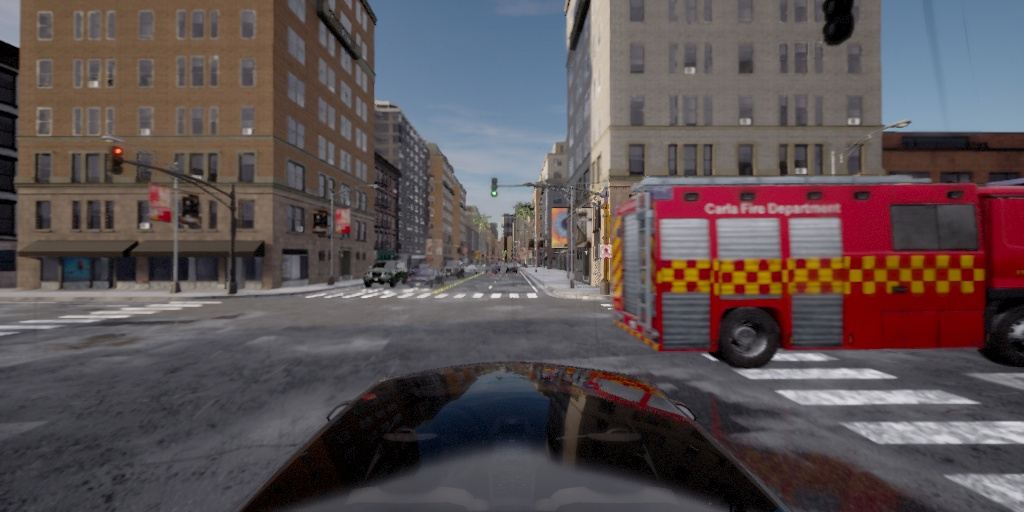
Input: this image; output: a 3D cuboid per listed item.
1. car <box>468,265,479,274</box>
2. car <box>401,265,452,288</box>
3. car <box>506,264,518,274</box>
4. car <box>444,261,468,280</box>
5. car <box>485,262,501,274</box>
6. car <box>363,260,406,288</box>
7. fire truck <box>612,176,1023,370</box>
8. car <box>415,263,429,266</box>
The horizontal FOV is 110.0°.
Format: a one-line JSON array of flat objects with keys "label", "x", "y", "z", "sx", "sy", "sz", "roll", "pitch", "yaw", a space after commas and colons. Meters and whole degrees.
[{"label": "car", "x": -6.543, "y": 2.149, "z": 59.061, "sx": 1.812, "sy": 1.442, "sz": 4.674, "roll": 0, "pitch": -1, "yaw": 0}, {"label": "car", "x": -6.574, "y": 1.693, "z": 28.309, "sx": 2.033, "sy": 1.411, "sz": 5.357, "roll": 0, "pitch": -1, "yaw": 4}, {"label": "car", "x": -0.008, "y": 2.069, "z": 56.987, "sx": 1.882, "sy": 1.535, "sz": 5.008, "roll": 0, "pitch": -1, "yaw": 0}, {"label": "car", "x": -6.608, "y": 1.552, "z": 40.234, "sx": 2.150, "sy": 2.045, "sz": 5.566, "roll": 0, "pitch": -1, "yaw": 0}, {"label": "car", "x": -3.258, "y": 2.082, "z": 56.986, "sx": 2.128, "sy": 1.511, "sz": 4.902, "roll": 0, "pitch": -1, "yaw": 0}, {"label": "car", "x": -9.852, "y": 1.370, "z": 28.541, "sx": 2.150, "sy": 2.045, "sz": 5.566, "roll": 0, "pitch": -1, "yaw": -2}, {"label": "fire truck", "x": 6.657, "y": 0.164, "z": 7.788, "sx": 8.468, "sy": 3.827, "sz": 2.891, "roll": 0, "pitch": 0, "yaw": 0}, {"label": "car", "x": -9.846, "y": 1.661, "z": 38.884, "sx": 2.097, "sy": 1.767, "sz": 4.553, "roll": 0, "pitch": -1, "yaw": 0}]
